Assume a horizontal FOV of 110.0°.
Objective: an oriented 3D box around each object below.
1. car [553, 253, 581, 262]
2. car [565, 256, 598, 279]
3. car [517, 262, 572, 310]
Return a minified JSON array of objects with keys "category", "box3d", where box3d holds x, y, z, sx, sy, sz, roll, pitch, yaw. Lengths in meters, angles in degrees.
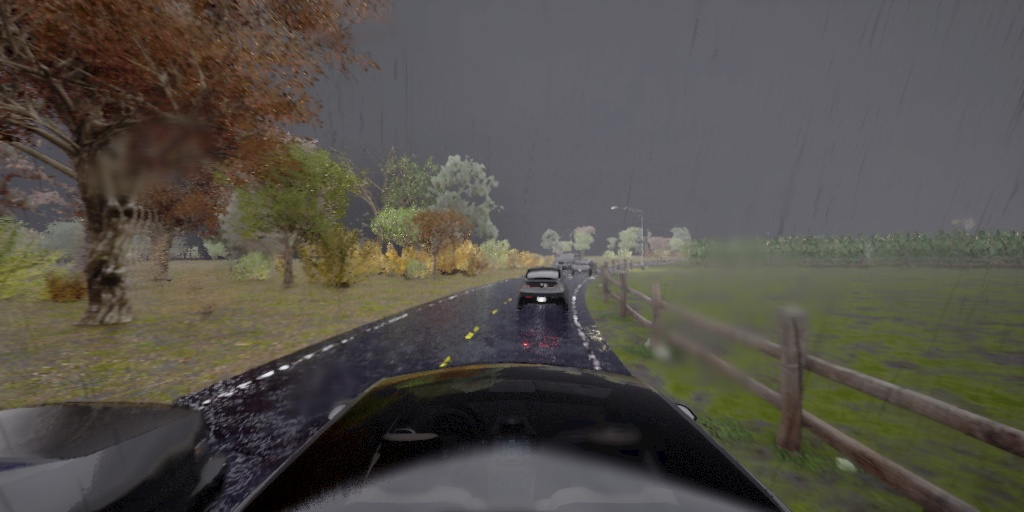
[{"category":"car","box3d":[6.177,0.704,39.157,2.150,2.045,5.566,0,0,26]},{"category":"car","box3d":[6.807,1.018,33.322,2.128,1.511,4.902,0,0,22]},{"category":"car","box3d":[1.353,1.183,14.368,1.837,1.490,4.892,0,0,9]}]
